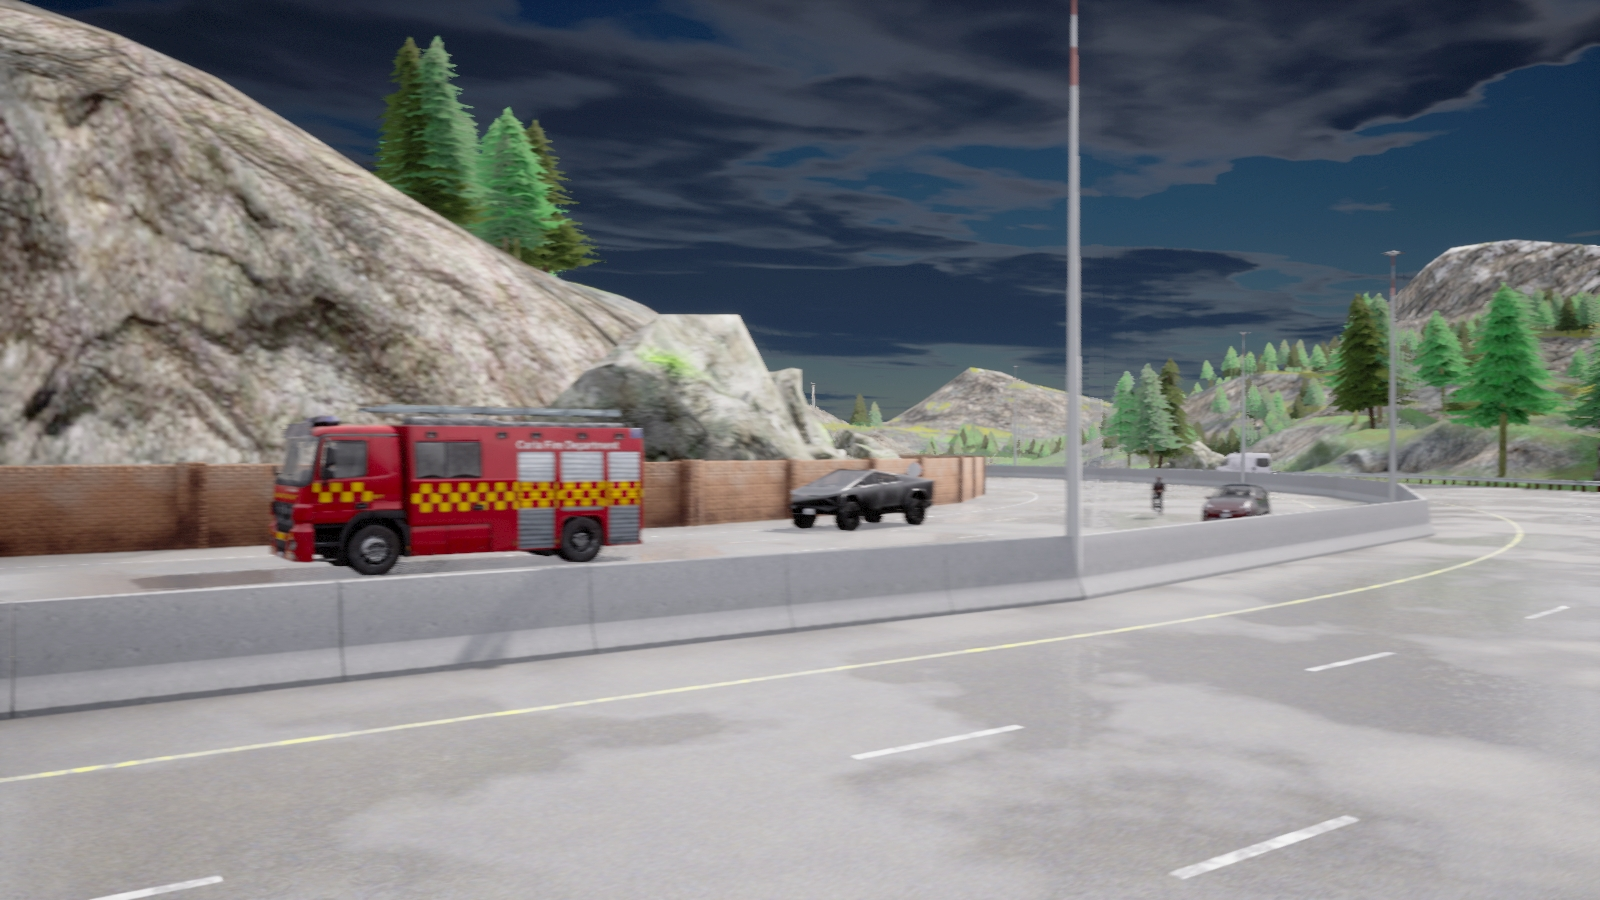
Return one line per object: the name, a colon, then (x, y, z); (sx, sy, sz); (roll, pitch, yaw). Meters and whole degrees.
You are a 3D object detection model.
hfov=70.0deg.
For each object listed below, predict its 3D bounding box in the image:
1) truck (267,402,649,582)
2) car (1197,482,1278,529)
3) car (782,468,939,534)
truck: (-8.129, 0.885, 27.915); (8.468, 3.827, 2.891); (0, 0, -36)
car: (16.496, 2.052, 42.976); (2.007, 1.525, 4.514); (0, 0, 32)
car: (2.301, 1.756, 41.483); (2.390, 2.098, 6.274); (0, 0, 40)
